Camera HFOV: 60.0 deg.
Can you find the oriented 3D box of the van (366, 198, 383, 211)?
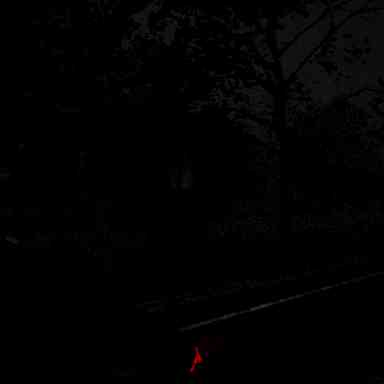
[{"bbox_3d":[27.478,1.860,48.119,1.878,1.987,4.442,2,-1,-35],"label":"van"}]

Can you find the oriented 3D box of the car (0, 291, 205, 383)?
[{"bbox_3d":[-1.886,1.558,2.338,4.181,1.385,1.994,0,0,-36],"label":"car"}]
